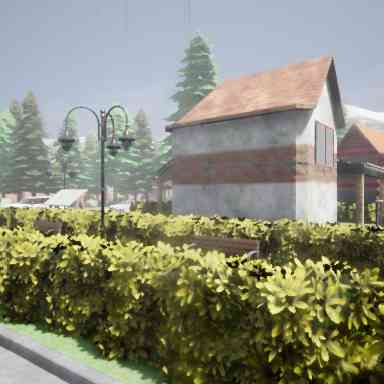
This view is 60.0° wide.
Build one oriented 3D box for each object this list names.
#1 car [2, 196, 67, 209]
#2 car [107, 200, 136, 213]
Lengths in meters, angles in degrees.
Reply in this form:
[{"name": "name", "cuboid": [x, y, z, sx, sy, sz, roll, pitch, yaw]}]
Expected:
[{"name": "car", "cuboid": [-13.725, 1.384, 29.123, 2.150, 2.045, 5.566, 0, 0, 36]}, {"name": "car", "cuboid": [-7.409, 1.688, 37.858, 1.812, 1.442, 4.674, 0, 0, 37]}]
